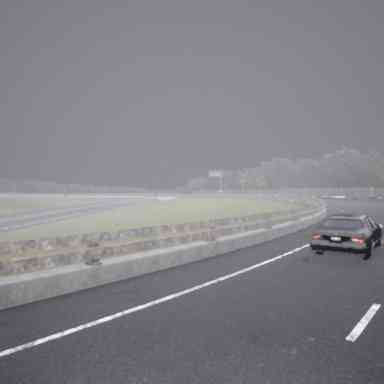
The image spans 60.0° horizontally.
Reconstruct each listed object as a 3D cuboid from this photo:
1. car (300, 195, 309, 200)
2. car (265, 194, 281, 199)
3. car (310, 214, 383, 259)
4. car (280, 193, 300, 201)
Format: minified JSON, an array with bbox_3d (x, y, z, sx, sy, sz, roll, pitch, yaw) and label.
[{"bbox_3d":[27.761,1.483,84.095,1.994,1.385,4.181,0,0,-7],"label":"car"},{"bbox_3d":[22.894,1.388,92.505,1.882,1.535,5.008,0,0,-13],"label":"car"},{"bbox_3d":[6.012,1.540,12.675,2.033,1.411,5.357,0,0,34],"label":"car"},{"bbox_3d":[24.392,1.481,82.717,1.994,1.385,4.181,0,0,-7],"label":"car"}]
